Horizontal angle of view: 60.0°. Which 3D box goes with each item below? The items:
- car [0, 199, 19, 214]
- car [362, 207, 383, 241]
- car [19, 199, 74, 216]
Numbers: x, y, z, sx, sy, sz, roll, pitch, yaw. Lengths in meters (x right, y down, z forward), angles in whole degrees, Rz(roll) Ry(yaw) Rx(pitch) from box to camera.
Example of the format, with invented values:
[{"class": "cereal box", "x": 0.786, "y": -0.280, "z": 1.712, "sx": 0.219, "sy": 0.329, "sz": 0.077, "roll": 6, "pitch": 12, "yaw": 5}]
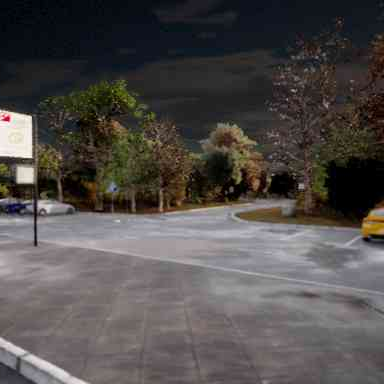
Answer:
[{"class": "car", "x": -16.327, "y": 1.462, "z": 34.200, "sx": 2.097, "sy": 1.535, "sz": 5.008, "roll": 0, "pitch": 0, "yaw": 36}, {"class": "car", "x": 9.405, "y": 1.468, "z": 15.800, "sx": 2.097, "sy": 1.535, "sz": 5.008, "roll": 0, "pitch": 0, "yaw": 36}, {"class": "car", "x": -13.770, "y": 1.502, "z": 32.363, "sx": 2.002, "sy": 1.452, "sz": 4.674, "roll": 0, "pitch": 0, "yaw": 36}]
